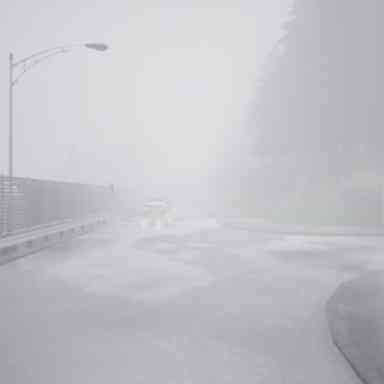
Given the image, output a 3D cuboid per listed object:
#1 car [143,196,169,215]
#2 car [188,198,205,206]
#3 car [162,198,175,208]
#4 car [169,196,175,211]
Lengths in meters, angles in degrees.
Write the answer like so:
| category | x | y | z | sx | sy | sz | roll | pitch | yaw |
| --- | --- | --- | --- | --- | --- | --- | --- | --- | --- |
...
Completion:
| category | x | y | z | sx | sy | sz | roll | pitch | yaw |
| --- | --- | --- | --- | --- | --- | --- | --- | --- | --- |
| car | -4.101 | 1.489 | 37.302 | 2.150 | 2.045 | 5.566 | 0 | 0 | 0 |
| car | 0.828 | 2.002 | 66.270 | 1.812 | 1.442 | 4.674 | 0 | 0 | 26 |
| car | -4.058 | 1.896 | 58.429 | 1.882 | 1.535 | 5.008 | 0 | 0 | 0 |
| car | -4.088 | 1.564 | 47.776 | 2.150 | 2.045 | 5.566 | 0 | 0 | 0 |
